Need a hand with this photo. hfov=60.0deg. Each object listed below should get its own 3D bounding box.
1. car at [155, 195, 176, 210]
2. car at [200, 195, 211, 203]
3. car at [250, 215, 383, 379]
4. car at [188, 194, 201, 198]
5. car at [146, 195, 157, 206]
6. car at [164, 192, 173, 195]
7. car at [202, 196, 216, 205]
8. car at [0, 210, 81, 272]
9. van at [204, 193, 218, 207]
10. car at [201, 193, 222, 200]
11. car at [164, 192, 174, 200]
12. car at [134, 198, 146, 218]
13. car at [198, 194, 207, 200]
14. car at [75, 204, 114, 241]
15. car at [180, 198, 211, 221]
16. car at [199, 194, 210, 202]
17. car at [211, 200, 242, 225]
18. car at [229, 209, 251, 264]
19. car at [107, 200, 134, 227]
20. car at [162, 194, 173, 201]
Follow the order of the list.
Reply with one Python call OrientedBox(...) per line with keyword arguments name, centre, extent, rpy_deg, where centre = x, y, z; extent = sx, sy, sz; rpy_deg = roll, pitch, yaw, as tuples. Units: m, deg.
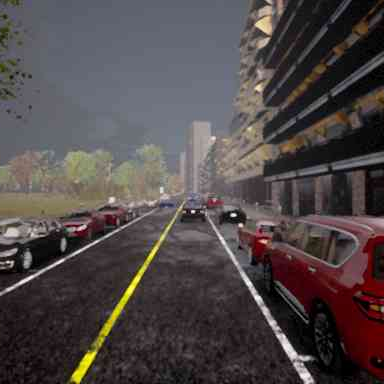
OrientedBox(name="car", centre=(-2.887, 1.376, 39.529), extent=(1.895, 1.301, 4.718), rpy_deg=(0, 0, 0))
OrientedBox(name="car", centre=(2.506, 1.200, 62.083), extent=(1.887, 1.381, 4.507), rpy_deg=(1, 0, 0))
OrientedBox(name="car", centre=(2.570, 1.283, 5.473), extent=(2.192, 1.841, 5.009), rpy_deg=(1, 0, 0))
OrientedBox(name="car", centre=(0.056, 1.292, 41.270), extent=(1.812, 1.442, 4.674), rpy_deg=(0, 1, 0))
OrientedBox(name="car", centre=(-5.354, 1.189, 44.376), extent=(1.967, 1.590, 4.097), rpy_deg=(1, 0, 0))
OrientedBox(name="car", centre=(-5.379, 1.156, 66.822), extent=(1.752, 1.417, 4.829), rpy_deg=(1, 0, 0))
OrientedBox(name="car", centre=(2.518, 1.280, 50.761), extent=(1.947, 1.339, 4.313), rpy_deg=(1, 0, 0))
OrientedBox(name="car", centre=(-5.318, 1.490, 10.454), extent=(2.008, 1.369, 4.403), rpy_deg=(1, 0, 0))
OrientedBox(name="van", centre=(2.527, 1.086, 45.098), extent=(1.690, 1.788, 3.998), rpy_deg=(1, 0, 0))
OrientedBox(name="car", centre=(2.533, 1.091, 39.437), extent=(2.192, 1.841, 5.009), rpy_deg=(1, 0, 0))
OrientedBox(name="car", centre=(-5.389, 0.888, 78.299), extent=(2.192, 1.841, 5.009), rpy_deg=(1, 0, 0))
OrientedBox(name="car", centre=(-5.337, 1.394, 27.415), extent=(2.008, 1.369, 4.403), rpy_deg=(1, 0, 0))
OrientedBox(name="car", centre=(2.487, 1.135, 79.065), extent=(1.947, 1.339, 4.313), rpy_deg=(1, 0, 0))
OrientedBox(name="car", centre=(-5.325, 1.489, 16.108), extent=(1.802, 1.307, 4.206), rpy_deg=(1, 0, 0))
OrientedBox(name="car", centre=(0.072, 1.402, 25.342), extent=(2.033, 1.411, 5.357), rpy_deg=(0, 0, 0))
OrientedBox(name="car", centre=(2.500, 1.192, 67.743), extent=(1.947, 1.339, 4.313), rpy_deg=(1, 0, 0))
OrientedBox(name="car", centre=(2.549, 1.437, 22.456), extent=(1.947, 1.339, 4.313), rpy_deg=(1, 0, 0))
OrientedBox(name="car", centre=(2.561, 1.480, 11.135), extent=(1.887, 1.381, 4.507), rpy_deg=(1, 0, 0))
OrientedBox(name="car", centre=(-5.331, 1.420, 21.761), extent=(1.887, 1.381, 4.507), rpy_deg=(1, 0, 0))
OrientedBox(name="car", centre=(-5.386, 1.152, 72.647), extent=(2.008, 1.369, 4.403), rpy_deg=(1, 0, 0))
